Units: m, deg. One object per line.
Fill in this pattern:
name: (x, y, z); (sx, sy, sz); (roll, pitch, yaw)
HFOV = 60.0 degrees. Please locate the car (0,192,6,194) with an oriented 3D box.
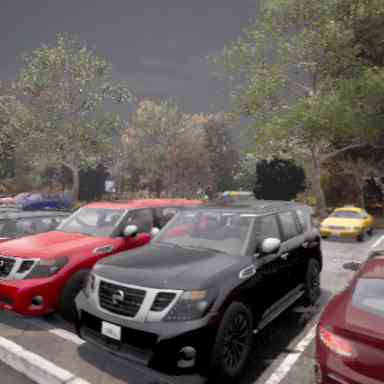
car: (-17.035, 1.094, 34.675); (2.435, 2.045, 5.566); (0, 0, 35)

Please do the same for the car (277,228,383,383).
car: (2.986, 1.519, 4.407); (2.002, 1.452, 4.674); (0, 0, 35)

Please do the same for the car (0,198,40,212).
car: (-19.389, 1.376, 36.383); (2.002, 1.452, 4.674); (0, 0, 35)

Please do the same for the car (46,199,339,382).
car: (0.688, 1.217, 6.011); (2.435, 2.045, 5.566); (0, 0, 35)

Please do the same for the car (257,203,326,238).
car: (5.704, 1.457, 18.537); (2.231, 1.521, 4.892); (0, 0, 35)

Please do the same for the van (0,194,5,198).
van: (-10.783, 1.186, 14.066); (1.878, 1.987, 4.442); (0, 0, 35)

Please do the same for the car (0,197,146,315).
car: (-1.596, 1.206, 7.636); (2.435, 2.045, 5.566); (0, 0, 35)

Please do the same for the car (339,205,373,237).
car: (7.856, 1.464, 16.771); (1.946, 1.575, 5.366); (0, 0, 35)

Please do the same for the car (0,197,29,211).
car: (-21.559, 1.329, 37.924); (2.097, 1.535, 5.008); (0, 0, 35)

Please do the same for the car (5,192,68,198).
car: (-14.866, 1.105, 33.133); (2.435, 2.045, 5.566); (0, 0, 35)

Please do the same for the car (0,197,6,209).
car: (-26.077, 1.348, 41.181); (2.163, 1.488, 4.792); (0, 0, 35)
